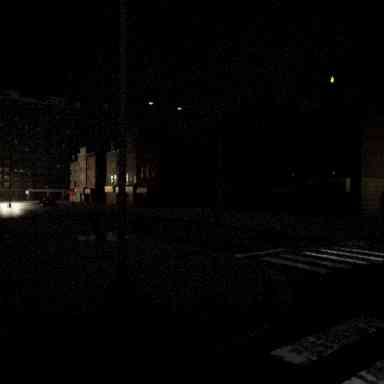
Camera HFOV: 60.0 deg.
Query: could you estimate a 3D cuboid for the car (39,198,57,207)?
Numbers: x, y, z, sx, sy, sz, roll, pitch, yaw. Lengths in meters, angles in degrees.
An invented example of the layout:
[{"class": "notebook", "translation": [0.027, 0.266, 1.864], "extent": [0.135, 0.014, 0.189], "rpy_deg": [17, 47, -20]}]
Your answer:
[{"class": "car", "translation": [-23.401, 1.680, 53.908], "extent": [2.033, 1.411, 5.357], "rpy_deg": [1, -1, -36]}]
